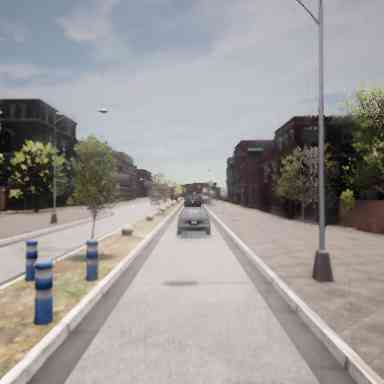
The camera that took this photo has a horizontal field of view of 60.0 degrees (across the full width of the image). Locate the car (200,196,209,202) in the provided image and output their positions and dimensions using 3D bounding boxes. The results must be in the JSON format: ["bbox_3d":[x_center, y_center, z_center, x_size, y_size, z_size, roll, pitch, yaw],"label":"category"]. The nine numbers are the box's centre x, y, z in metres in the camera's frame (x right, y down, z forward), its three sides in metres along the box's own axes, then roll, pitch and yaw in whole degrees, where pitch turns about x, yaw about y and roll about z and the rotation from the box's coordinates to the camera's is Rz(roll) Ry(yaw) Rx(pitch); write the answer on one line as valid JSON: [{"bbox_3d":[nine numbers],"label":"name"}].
[{"bbox_3d":[2.987,1.694,81.323,2.163,1.488,4.792,0,0,0],"label":"car"}]

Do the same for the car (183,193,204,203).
[{"bbox_3d":[0.094,1.314,42.727,2.150,2.045,5.566,0,0,0],"label":"car"}]

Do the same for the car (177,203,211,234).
[{"bbox_3d":[0.092,1.573,19.202,2.033,1.411,5.357,0,0,0],"label":"car"}]

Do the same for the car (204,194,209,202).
[{"bbox_3d":[2.988,1.649,70.118,2.231,1.521,4.892,0,0,0],"label":"car"}]
